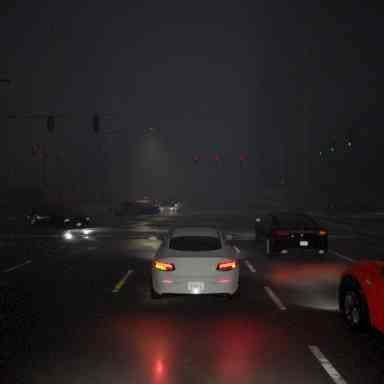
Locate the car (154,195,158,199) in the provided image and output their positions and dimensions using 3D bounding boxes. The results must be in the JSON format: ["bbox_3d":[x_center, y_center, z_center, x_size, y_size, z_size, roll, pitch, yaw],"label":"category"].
[{"bbox_3d":[-7.093,1.491,58.090,2.128,1.511,4.902,0,0,1],"label":"car"}]

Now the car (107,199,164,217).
[{"bbox_3d":[-5.404,1.601,31.130,4.718,1.301,1.895,0,0,-36],"label":"car"}]

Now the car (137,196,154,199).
[{"bbox_3d":[-7.240,1.478,48.823,1.882,1.535,5.008,0,0,1],"label":"car"}]

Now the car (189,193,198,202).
[{"bbox_3d":[0.329,1.591,79.257,1.895,1.301,4.718,0,0,1],"label":"car"}]

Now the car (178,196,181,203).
[{"bbox_3d":[-3.544,1.505,60.444,1.837,1.490,4.892,0,0,1],"label":"car"}]

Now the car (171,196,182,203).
[{"bbox_3d":[-3.304,1.540,71.039,2.033,1.411,5.357,0,0,1],"label":"car"}]

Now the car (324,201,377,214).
[{"bbox_3d":[16.411,1.601,34.676,4.718,1.301,1.895,0,0,0],"label":"car"}]

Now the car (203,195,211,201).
[{"bbox_3d":[3.990,1.478,89.260,1.882,1.535,5.008,0,0,1],"label":"car"}]

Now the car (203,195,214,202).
[{"bbox_3d":[3.744,1.478,73.485,1.882,1.535,5.008,0,0,1],"label":"car"}]

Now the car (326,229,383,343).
[{"bbox_3d":[3.601,1.352,3.966,2.097,1.767,4.553,0,0,0],"label":"car"}]

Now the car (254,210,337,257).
[{"bbox_3d":[3.647,1.478,13.005,1.882,1.535,5.008,0,0,2],"label":"car"}]

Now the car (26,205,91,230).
[{"bbox_3d":[-8.770,1.547,21.586,5.357,1.411,2.033,0,0,40],"label":"car"}]

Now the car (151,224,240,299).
[{"bbox_3d":[0.062,1.526,8.295,1.812,1.442,4.674,0,0,0],"label":"car"}]

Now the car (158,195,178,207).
[{"bbox_3d":[-3.704,1.478,51.217,1.882,1.535,5.008,0,0,1],"label":"car"}]

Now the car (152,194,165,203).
[{"bbox_3d":[-6.849,1.350,68.583,2.097,1.767,4.553,0,0,1],"label":"car"}]
